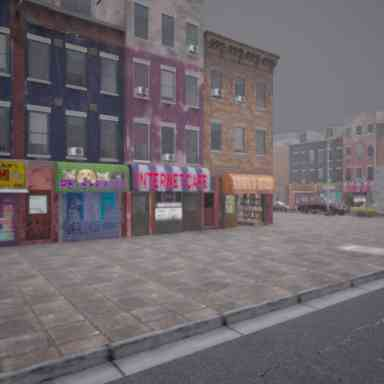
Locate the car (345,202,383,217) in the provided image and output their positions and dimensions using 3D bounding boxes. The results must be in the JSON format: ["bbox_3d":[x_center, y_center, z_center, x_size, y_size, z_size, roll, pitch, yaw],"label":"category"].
[{"bbox_3d":[16.236,1.571,28.831,1.752,1.417,4.829,0,0,-35],"label":"car"}]

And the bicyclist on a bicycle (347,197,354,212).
[{"bbox_3d":[17.529,1.372,36.747,1.656,1.620,0.582,0,0,-35],"label":"bicyclist on a bicycle"}]

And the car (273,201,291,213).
[{"bbox_3d":[9.809,1.657,37.849,1.802,1.307,4.206,0,0,-35],"label":"car"}]

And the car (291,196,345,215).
[{"bbox_3d":[12.973,1.376,33.409,2.192,1.841,5.009,0,0,-35],"label":"car"}]
